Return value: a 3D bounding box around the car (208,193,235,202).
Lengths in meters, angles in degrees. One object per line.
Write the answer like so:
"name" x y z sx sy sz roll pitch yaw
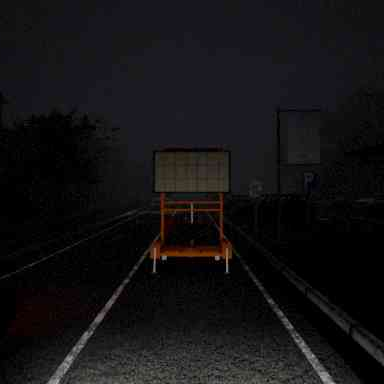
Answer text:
"car" 5.518 1.054 62.516 4.892 1.521 2.231 0 1 0

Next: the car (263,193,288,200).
"car" 18.565 0.906 74.150 4.892 1.521 2.231 0 1 0

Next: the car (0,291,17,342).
"car" -3.356 1.599 2.389 1.895 1.301 4.718 0 0 0

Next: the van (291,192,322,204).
"van" 18.752 0.929 54.719 4.442 1.987 1.878 0 1 0

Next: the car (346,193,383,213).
"car" 18.692 1.095 32.508 5.566 2.045 2.435 0 0 0

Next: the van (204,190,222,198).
"van" 5.321 0.539 84.936 4.442 1.987 1.878 0 1 0

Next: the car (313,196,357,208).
"car" 18.648 1.308 43.611 4.792 1.488 2.163 0 1 0

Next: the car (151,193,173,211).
"car" -3.346 1.025 38.099 2.150 2.045 5.566 0 1 0

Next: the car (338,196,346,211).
"car" 18.704 1.333 35.284 4.892 1.521 2.231 0 0 0

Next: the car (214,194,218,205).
"car" 5.630 1.311 42.887 4.792 1.488 2.163 0 0 0

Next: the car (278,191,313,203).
"car" 18.642 0.832 60.268 5.566 2.045 2.435 0 1 0

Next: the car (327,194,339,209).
"car" 18.694 1.316 38.062 5.008 1.535 2.097 0 0 0

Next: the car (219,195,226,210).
"car" 5.628 1.335 34.475 5.008 1.535 2.097 0 0 0

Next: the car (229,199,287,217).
"car" 5.658 1.403 28.868 4.674 1.452 2.002 0 0 0

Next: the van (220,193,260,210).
"van" 5.728 1.075 40.082 4.442 1.987 1.878 0 0 0

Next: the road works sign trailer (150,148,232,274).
"road works sign trailer" 0.000 0.435 10.484 2.380 3.560 2.880 0 0 1

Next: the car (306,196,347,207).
"car" 18.696 1.280 46.394 4.792 1.488 2.163 0 1 0

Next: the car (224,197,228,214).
"car" 5.481 1.374 26.064 5.366 1.575 1.946 0 0 0

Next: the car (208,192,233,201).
"car" 5.545 0.892 65.317 4.553 1.767 2.185 0 1 0

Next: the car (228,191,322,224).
"car" 5.649 1.140 23.260 5.566 2.045 2.435 0 0 0

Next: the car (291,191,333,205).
"car" 18.674 0.939 51.942 5.566 2.045 2.435 0 1 0

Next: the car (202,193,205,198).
"car" 5.464 0.694 70.921 5.566 2.045 2.435 0 1 0

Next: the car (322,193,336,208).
"car" 18.873 1.294 40.839 5.366 1.575 1.946 0 0 0

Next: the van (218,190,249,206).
"van" 5.506 1.094 37.280 4.442 1.987 1.878 0 0 0

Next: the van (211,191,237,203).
"van" 5.652 0.863 59.710 4.442 1.987 1.878 0 1 0

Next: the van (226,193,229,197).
"van" 5.761 1.123 31.671 4.442 1.987 1.878 0 0 0

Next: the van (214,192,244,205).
"van" 5.685 0.971 51.303 4.442 1.987 1.878 0 1 0

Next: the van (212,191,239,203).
"van" 5.663 0.900 56.907 4.442 1.987 1.878 0 1 0

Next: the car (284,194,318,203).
"car" 18.810 1.116 57.496 5.366 1.575 1.946 0 1 0

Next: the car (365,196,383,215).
"car" 18.737 1.360 29.734 5.008 1.535 2.097 0 0 0

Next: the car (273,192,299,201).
"car" 18.623 0.886 65.822 4.553 1.767 2.185 0 1 0

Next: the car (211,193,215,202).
"car" 5.585 1.228 48.497 4.892 1.521 2.231 0 1 0

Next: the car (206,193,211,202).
"car" 5.529 0.910 54.102 5.566 2.045 2.435 0 1 0

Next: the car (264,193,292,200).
"car" 18.385 0.938 71.373 5.366 1.575 1.946 0 1 0

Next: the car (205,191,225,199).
"car" 5.428 0.711 79.332 4.553 1.767 2.185 0 1 0

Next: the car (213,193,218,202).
"car" 5.587 1.296 45.695 4.674 1.452 2.002 0 1 0
